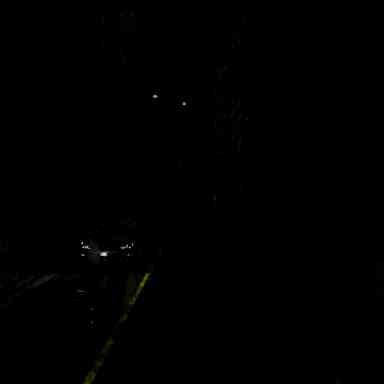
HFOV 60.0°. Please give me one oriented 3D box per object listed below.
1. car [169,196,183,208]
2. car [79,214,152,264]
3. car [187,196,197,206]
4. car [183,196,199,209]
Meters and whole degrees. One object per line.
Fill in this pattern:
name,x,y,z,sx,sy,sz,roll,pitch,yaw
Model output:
car,-2.535,1.673,56.057,2.150,2.045,5.566,0,0,1
car,-2.597,1.602,12.229,1.837,1.490,4.892,0,0,0
car,0.023,1.785,70.895,2.150,2.045,5.566,0,0,0
car,0.023,1.658,54.599,2.150,2.045,5.566,0,0,0
